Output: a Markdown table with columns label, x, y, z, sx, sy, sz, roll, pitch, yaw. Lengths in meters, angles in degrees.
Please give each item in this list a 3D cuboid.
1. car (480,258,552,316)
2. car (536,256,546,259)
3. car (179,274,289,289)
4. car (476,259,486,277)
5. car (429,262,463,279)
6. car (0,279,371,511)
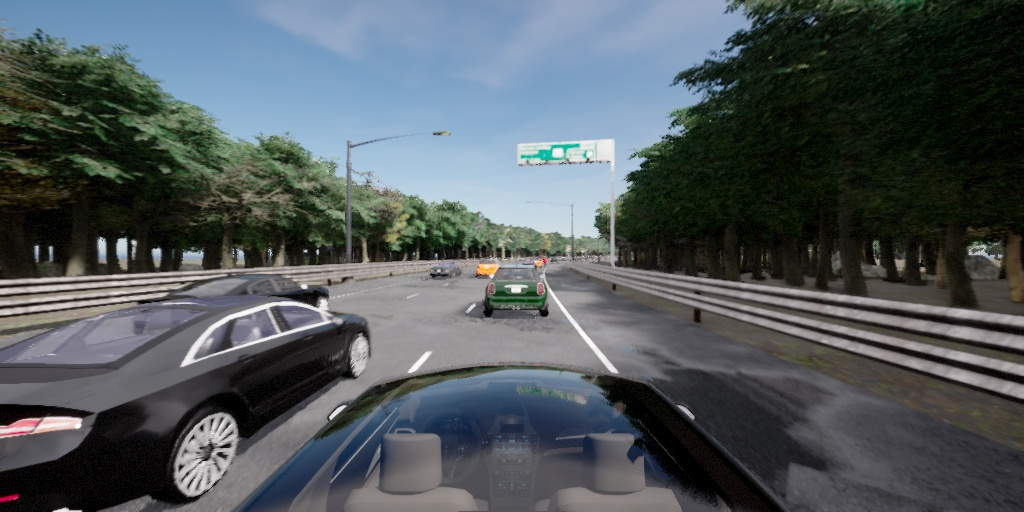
| label | x | y | z | sx | sy | sz | roll | pitch | yaw |
| --- | --- | --- | --- | --- | --- | --- | --- | --- | --- |
| car | 0.196 | 1.102 | 13.513 | 2.097 | 1.767 | 4.553 | 0 | 0 | 2 |
| car | 4.145 | 1.086 | 60.802 | 2.097 | 1.767 | 4.553 | 0 | 0 | 8 |
| car | -6.831 | 1.202 | 9.530 | 1.882 | 1.535 | 5.008 | 0 | 1 | 1 |
| car | -2.089 | 1.090 | 34.763 | 2.097 | 1.767 | 4.553 | 0 | 0 | 5 |
| car | -5.893 | 1.277 | 32.486 | 2.033 | 1.411 | 5.357 | 0 | 0 | 5 |
| car | -3.405 | 1.234 | 4.387 | 2.128 | 1.511 | 4.902 | 0 | 0 | 1 |
